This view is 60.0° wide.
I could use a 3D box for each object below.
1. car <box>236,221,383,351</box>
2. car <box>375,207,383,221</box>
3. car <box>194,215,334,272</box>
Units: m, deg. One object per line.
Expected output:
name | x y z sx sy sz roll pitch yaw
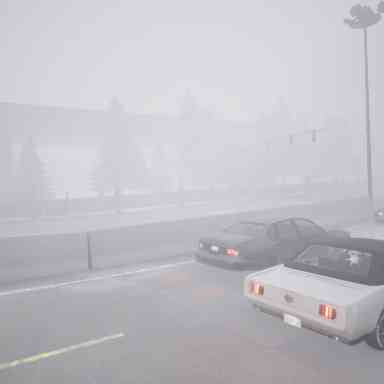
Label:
car | 3.251 1.506 6.092 4.718 1.301 1.895 -2 1 -36
car | 10.764 0.867 15.809 5.357 1.411 2.033 -4 2 -36
car | 2.616 1.400 9.944 5.357 1.411 2.033 -3 1 -36
